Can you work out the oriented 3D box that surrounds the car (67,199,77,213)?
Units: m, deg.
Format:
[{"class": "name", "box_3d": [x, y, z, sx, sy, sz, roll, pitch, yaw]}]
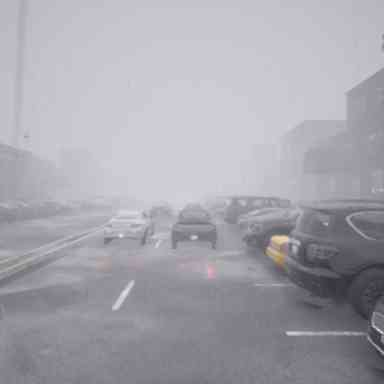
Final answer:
[{"class": "car", "box_3d": [-15.467, 1.678, 36.054, 4.674, 1.452, 2.002, 0, 0, 0]}]

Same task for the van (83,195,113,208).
[{"class": "van", "box_3d": [-15.594, 1.573, 55.356, 4.442, 1.987, 1.878, 0, -1, 0]}]

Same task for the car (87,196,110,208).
[{"class": "car", "box_3d": [-15.481, 1.747, 49.841, 5.008, 1.535, 2.097, 0, -1, 0]}]

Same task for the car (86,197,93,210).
[{"class": "car", "box_3d": [-15.466, 1.679, 41.568, 4.892, 1.521, 2.231, 0, 0, 0]}]

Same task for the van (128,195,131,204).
[{"class": "van", "box_3d": [-15.600, 1.719, 69.141, 4.442, 1.987, 1.878, 0, -1, 0]}]

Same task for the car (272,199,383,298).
[{"class": "car", "box_3d": [4.741, 1.246, 6.701, 5.566, 2.045, 2.435, 0, 0, 0]}]

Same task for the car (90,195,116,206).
[{"class": "car", "box_3d": [-15.505, 1.521, 52.599, 5.566, 2.045, 2.435, 0, -1, 0]}]

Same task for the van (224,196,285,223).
[{"class": "van", "box_3d": [4.836, 1.341, 26.155, 4.442, 1.987, 1.878, 0, 0, 0]}]

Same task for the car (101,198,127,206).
[{"class": "car", "box_3d": [-15.480, 1.954, 66.382, 4.674, 1.452, 2.002, 0, -1, 0]}]

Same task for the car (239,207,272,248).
[{"class": "car", "box_3d": [4.711, 1.561, 15.103, 4.674, 1.452, 2.002, 0, 0, 0]}]

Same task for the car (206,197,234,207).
[{"class": "car", "box_3d": [4.699, 1.663, 56.724, 4.553, 1.767, 2.185, 0, -1, 0]}]

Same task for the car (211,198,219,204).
[{"class": "car", "box_3d": [4.715, 1.615, 34.491, 4.892, 1.521, 2.231, 0, 0, 0]}]

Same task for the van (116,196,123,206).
[{"class": "van", "box_3d": [-15.597, 1.628, 60.869, 4.442, 1.987, 1.878, 0, -1, 0]}]

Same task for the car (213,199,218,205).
[{"class": "car", "box_3d": [4.691, 1.626, 31.713, 4.792, 1.488, 2.163, 0, 0, 0]}]

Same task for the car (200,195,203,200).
[{"class": "car", "box_3d": [4.730, 1.933, 70.617, 5.008, 1.535, 2.097, 0, -1, 0]}]

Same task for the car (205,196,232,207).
[{"class": "car", "box_3d": [4.700, 1.689, 59.504, 4.553, 1.767, 2.185, 0, -1, 0]}]

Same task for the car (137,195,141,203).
[{"class": "car", "box_3d": [-15.515, 1.788, 77.415, 5.566, 2.045, 2.435, 0, -1, 0]}]

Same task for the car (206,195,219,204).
[{"class": "car", "box_3d": [4.695, 1.380, 37.274, 5.566, 2.045, 2.435, 0, 0, 0]}]

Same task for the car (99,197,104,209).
[{"class": "car", "box_3d": [-15.477, 1.763, 47.082, 4.674, 1.452, 2.002, 0, 0, 0]}]

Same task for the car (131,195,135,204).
[{"class": "car", "box_3d": [-15.490, 1.976, 71.897, 5.008, 1.535, 2.097, 0, -1, 0]}]

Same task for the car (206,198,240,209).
[{"class": "car", "box_3d": [4.722, 1.739, 51.165, 4.892, 1.521, 2.231, 0, 0, 0]}]

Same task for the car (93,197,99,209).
[{"class": "car", "box_3d": [-15.502, 1.730, 44.326, 4.792, 1.488, 2.163, 0, 0, 0]}]

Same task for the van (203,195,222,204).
[{"class": "van", "box_3d": [4.855, 1.798, 78.957, 4.442, 1.987, 1.878, 0, -1, 0]}]

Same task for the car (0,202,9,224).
[{"class": "car", "box_3d": [-15.458, 1.557, 22.270, 4.892, 1.521, 2.231, 0, 0, 0]}]

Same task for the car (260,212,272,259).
[{"class": "car", "box_3d": [4.898, 1.501, 9.481, 5.366, 1.575, 1.946, 0, 0, 0]}]

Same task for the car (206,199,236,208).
[{"class": "car", "box_3d": [4.727, 1.802, 53.943, 4.674, 1.452, 2.002, 0, -1, 0]}]

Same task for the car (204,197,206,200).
[{"class": "car", "box_3d": [4.540, 1.668, 42.829, 5.366, 1.575, 1.946, 0, 0, 0]}]

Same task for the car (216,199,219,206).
[{"class": "car", "box_3d": [4.717, 1.622, 29.059, 4.674, 1.452, 2.002, 0, 0, 0]}]

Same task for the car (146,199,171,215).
[{"class": "car", "box_3d": [-2.900, 1.640, 31.336, 1.812, 1.442, 4.674, 0, 0, 0]}]

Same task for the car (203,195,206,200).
[{"class": "car", "box_3d": [4.698, 1.440, 45.609, 5.566, 2.045, 2.435, 0, 0, 0]}]

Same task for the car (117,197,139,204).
[{"class": "car", "box_3d": [-15.483, 2.072, 80.295, 5.008, 1.535, 2.097, 0, -1, 0]}]

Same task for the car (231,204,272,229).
[{"class": "car", "box_3d": [4.713, 1.571, 17.818, 4.674, 1.452, 2.002, 0, 0, 0]}]

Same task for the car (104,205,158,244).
[{"class": "car", "box_3d": [-2.907, 1.570, 15.993, 1.812, 1.442, 4.674, 0, 0, 0]}]

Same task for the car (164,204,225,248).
[{"class": "car", "box_3d": [0.090, 1.532, 15.074, 2.128, 1.511, 4.902, 0, 0, 0]}]

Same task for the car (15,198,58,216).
[{"class": "car", "box_3d": [-15.461, 1.603, 30.540, 4.892, 1.521, 2.231, 0, 0, 0]}]

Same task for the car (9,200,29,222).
[{"class": "car", "box_3d": [-15.459, 1.571, 25.027, 4.892, 1.521, 2.231, 0, 0, 0]}]

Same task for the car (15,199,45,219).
[{"class": "car", "box_3d": [-15.460, 1.587, 27.784, 4.892, 1.521, 2.231, 0, 0, 0]}]

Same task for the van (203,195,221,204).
[{"class": "van", "box_3d": [4.857, 1.827, 81.736, 4.442, 1.987, 1.878, 0, -1, 0]}]

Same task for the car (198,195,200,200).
[{"class": "car", "box_3d": [4.734, 2.084, 84.514, 4.892, 1.521, 2.231, 0, -1, 0]}]

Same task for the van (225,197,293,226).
[{"class": "van", "box_3d": [4.601, 1.327, 23.378, 4.442, 1.987, 1.878, 0, 0, 0]}]

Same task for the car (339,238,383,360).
[{"class": "car", "box_3d": [4.717, 1.491, 3.923, 4.892, 1.521, 2.231, 0, 0, 0]}]

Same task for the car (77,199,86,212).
[{"class": "car", "box_3d": [-15.656, 1.655, 38.813, 5.366, 1.575, 1.946, 0, 0, 0]}]

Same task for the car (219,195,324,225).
[{"class": "car", "box_3d": [4.745, 1.291, 20.598, 5.566, 2.045, 2.435, 0, 0, 0]}]

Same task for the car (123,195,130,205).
[{"class": "car", "box_3d": [-15.296, 1.881, 63.625, 5.366, 1.575, 1.946, 0, -1, 0]}]

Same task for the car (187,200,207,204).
[{"class": "car", "box_3d": [0.098, 1.675, 30.715, 1.994, 1.385, 4.181, 0, 0, 0]}]

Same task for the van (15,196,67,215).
[{"class": "van", "box_3d": [-15.351, 1.394, 33.423, 4.442, 1.987, 1.878, 0, 0, 0]}]

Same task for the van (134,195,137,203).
[{"class": "van", "box_3d": [-15.369, 1.782, 74.657, 4.442, 1.987, 1.878, 0, -1, 0]}]

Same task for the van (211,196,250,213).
[{"class": "van", "box_3d": [4.607, 1.425, 40.051, 4.442, 1.987, 1.878, 0, 0, 0]}]

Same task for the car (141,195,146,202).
[{"class": "car", "box_3d": [-15.519, 1.880, 85.689, 5.566, 2.045, 2.435, 0, -1, 0]}]
